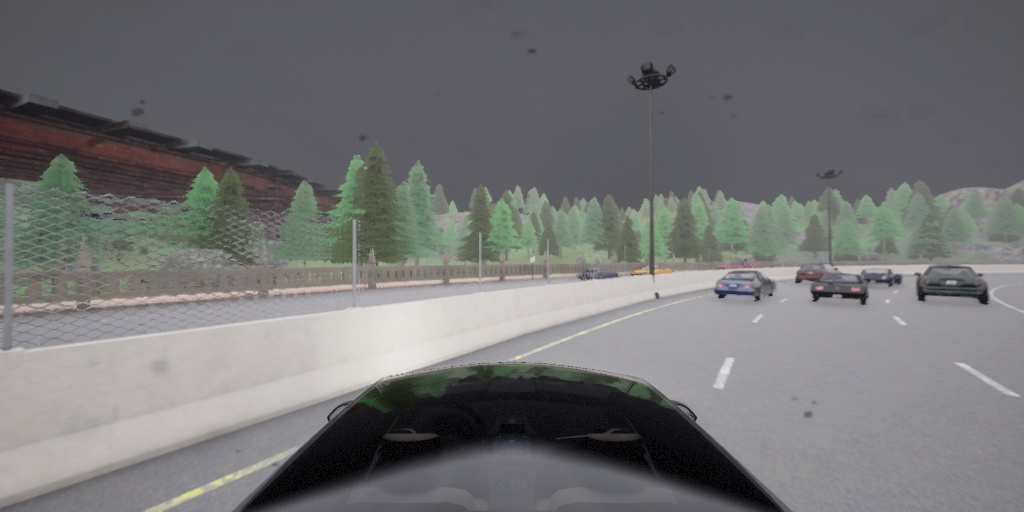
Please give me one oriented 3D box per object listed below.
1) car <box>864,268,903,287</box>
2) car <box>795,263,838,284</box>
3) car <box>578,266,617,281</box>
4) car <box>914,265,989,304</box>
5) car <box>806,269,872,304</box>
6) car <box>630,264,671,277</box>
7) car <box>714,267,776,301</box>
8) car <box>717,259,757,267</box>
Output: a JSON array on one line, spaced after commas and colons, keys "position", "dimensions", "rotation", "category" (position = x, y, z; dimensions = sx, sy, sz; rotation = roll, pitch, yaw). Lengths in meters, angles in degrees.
[{"position": [27.573, 1.576, 26.860], "dimensions": [4.718, 1.301, 1.895], "rotation": [0, -1, -35], "category": "car"}, {"position": [25.197, 1.362, 29.415], "dimensions": [4.553, 1.767, 2.097], "rotation": [0, -1, -35], "category": "car"}, {"position": [8.179, 1.671, 34.122], "dimensions": [4.181, 1.385, 1.994], "rotation": [0, -1, -40], "category": "car"}, {"position": [21.365, 1.234, 17.568], "dimensions": [4.553, 1.767, 2.097], "rotation": [0, -1, -42], "category": "car"}, {"position": [15.889, 1.493, 17.319], "dimensions": [4.718, 1.301, 1.895], "rotation": [0, -1, -44], "category": "car"}, {"position": [13.017, 1.567, 33.646], "dimensions": [5.008, 1.535, 1.882], "rotation": [0, -1, -39], "category": "car"}, {"position": [12.158, 1.464, 18.604], "dimensions": [5.357, 1.411, 2.033], "rotation": [1, -1, -45], "category": "car"}, {"position": [23.021, 1.327, 36.702], "dimensions": [5.566, 2.045, 2.150], "rotation": [1, -1, -34], "category": "car"}]
